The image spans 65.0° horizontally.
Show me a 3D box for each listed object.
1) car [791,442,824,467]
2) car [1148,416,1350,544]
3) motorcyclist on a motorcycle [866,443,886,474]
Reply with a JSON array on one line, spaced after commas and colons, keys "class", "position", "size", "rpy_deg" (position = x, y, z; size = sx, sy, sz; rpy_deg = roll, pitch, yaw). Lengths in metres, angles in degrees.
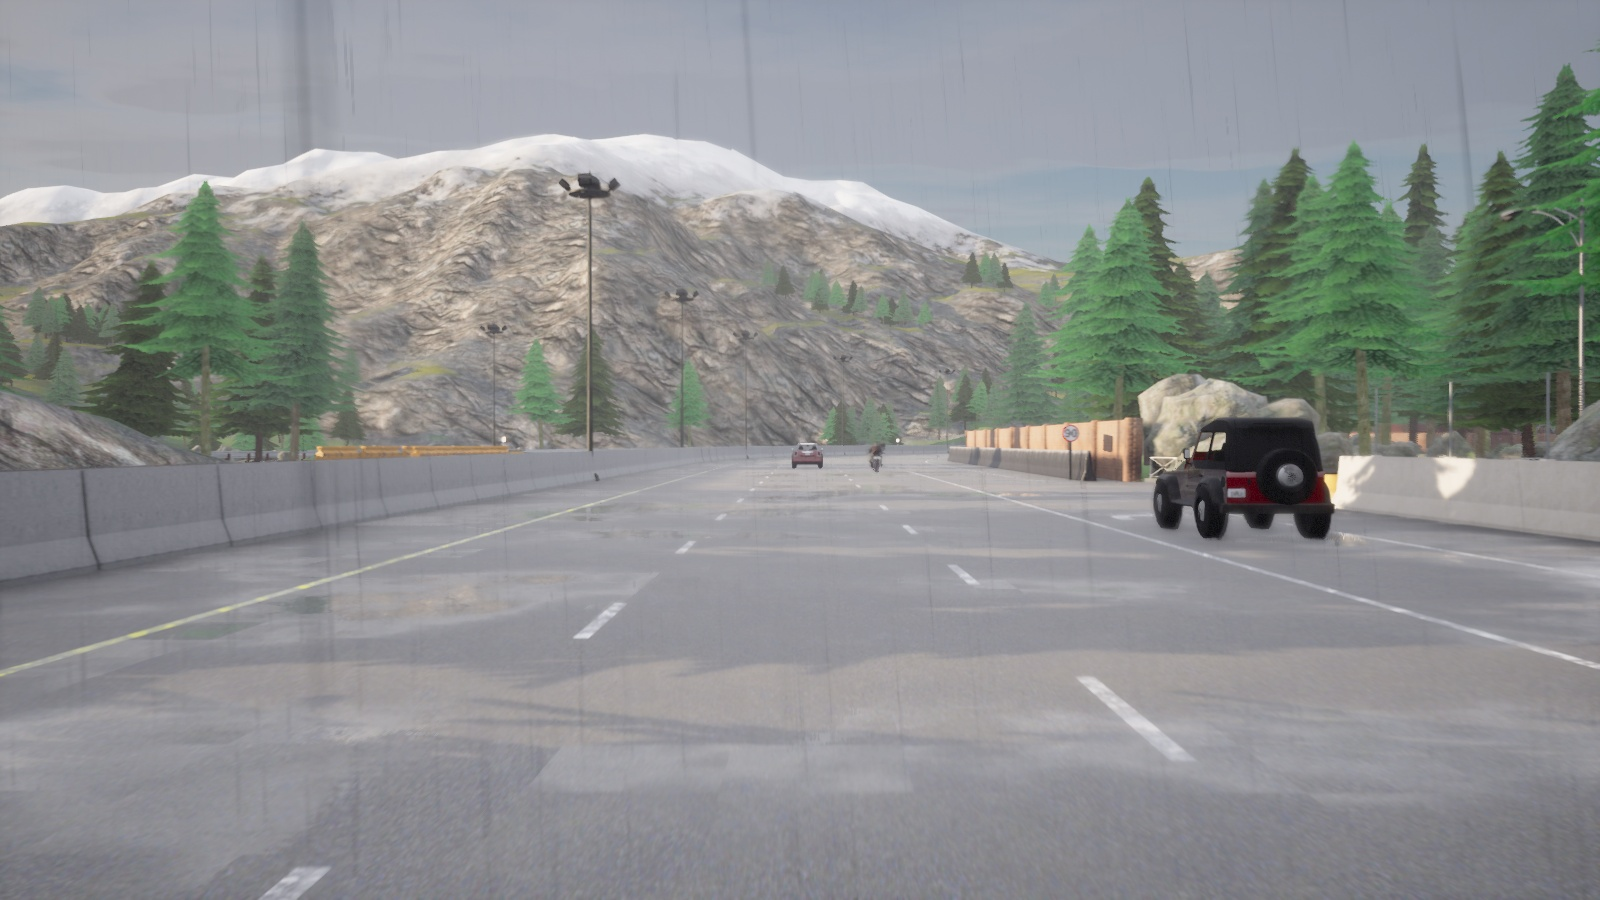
[{"class": "car", "position": [0.451, 0.280, 76.612], "size": [1.970, 1.475, 3.806], "rpy_deg": [0, 0, 0]}, {"class": "car", "position": [7.131, 0.433, 20.379], "size": [1.905, 1.878, 3.866], "rpy_deg": [0, 0, 0]}, {"class": "motorcyclist on a motorcycle", "position": [3.881, 0.422, 64.383], "size": [0.866, 1.530, 2.191], "rpy_deg": [0, 0, 0]}]
